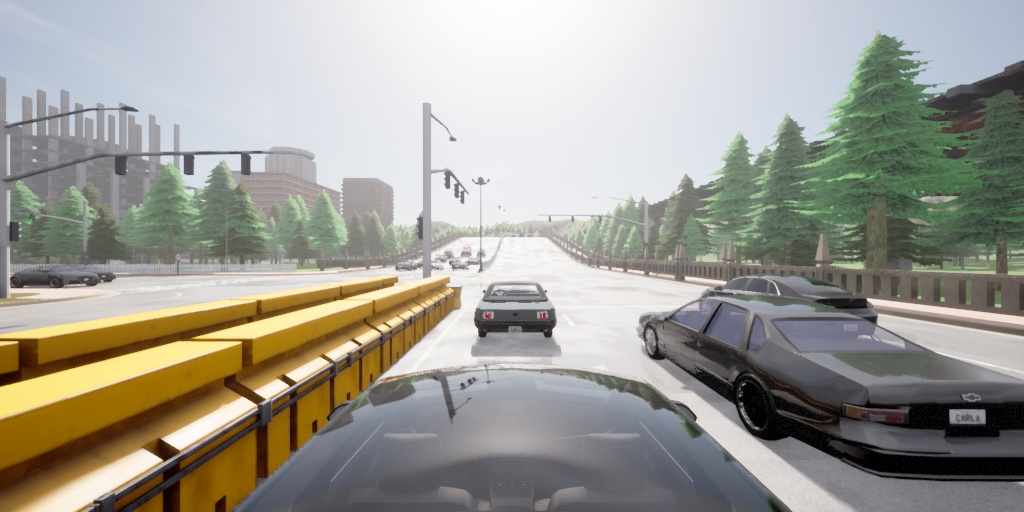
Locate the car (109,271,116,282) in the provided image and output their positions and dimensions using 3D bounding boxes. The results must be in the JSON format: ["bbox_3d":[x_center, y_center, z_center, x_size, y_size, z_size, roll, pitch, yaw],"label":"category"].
[{"bbox_3d":[-32.084,1.313,26.501,4.181,1.385,1.994,0,0,2],"label":"car"}]

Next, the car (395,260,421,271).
[{"bbox_3d":[-14.094,1.236,47.608,2.128,1.511,4.902,0,0,-1],"label":"car"}]

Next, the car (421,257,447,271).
[{"bbox_3d":[-10.577,1.267,48.826,1.812,1.442,4.674,0,0,0],"label":"car"}]

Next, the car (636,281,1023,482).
[{"bbox_3d":[3.563,1.297,5.301,2.033,1.411,5.357,0,0,0],"label":"car"}]

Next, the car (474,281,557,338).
[{"bbox_3d":[0.085,1.351,10.209,1.895,1.301,4.718,0,0,0],"label":"car"}]

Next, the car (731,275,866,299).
[{"bbox_3d":[7.085,1.255,9.924,1.837,1.490,4.892,0,0,0],"label":"car"}]

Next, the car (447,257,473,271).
[{"bbox_3d":[-7.076,1.232,48.838,2.128,1.511,4.902,0,0,0],"label":"car"}]

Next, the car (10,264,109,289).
[{"bbox_3d":[-29.081,1.313,22.888,4.181,1.385,1.994,0,0,2],"label":"car"}]
